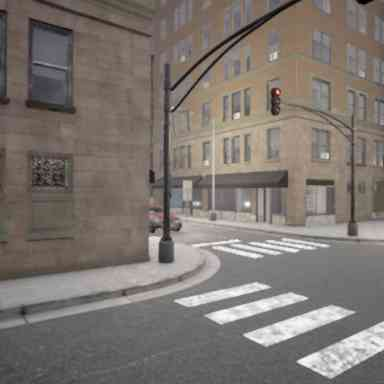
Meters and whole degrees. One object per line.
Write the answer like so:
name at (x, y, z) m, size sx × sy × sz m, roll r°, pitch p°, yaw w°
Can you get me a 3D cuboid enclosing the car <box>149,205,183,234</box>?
car at (-2.418, 1.499, 19.436) m, size 1.812 × 1.442 × 4.674 m, roll 1°, pitch 0°, yaw -36°
